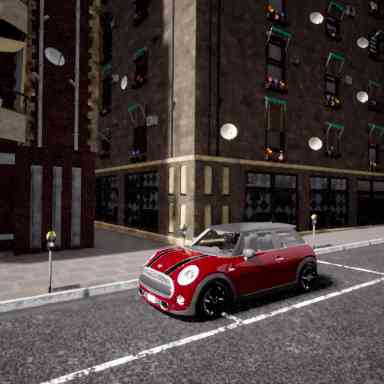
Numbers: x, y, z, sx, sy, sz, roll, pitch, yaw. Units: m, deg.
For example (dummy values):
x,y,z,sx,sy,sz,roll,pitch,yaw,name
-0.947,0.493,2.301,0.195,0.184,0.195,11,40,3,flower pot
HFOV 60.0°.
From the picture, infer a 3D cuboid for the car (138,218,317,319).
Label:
x,y,z,sx,sy,sz,roll,pitch,yaw,name
0.875,1.442,7.314,4.097,1.590,1.967,0,1,-35,car
